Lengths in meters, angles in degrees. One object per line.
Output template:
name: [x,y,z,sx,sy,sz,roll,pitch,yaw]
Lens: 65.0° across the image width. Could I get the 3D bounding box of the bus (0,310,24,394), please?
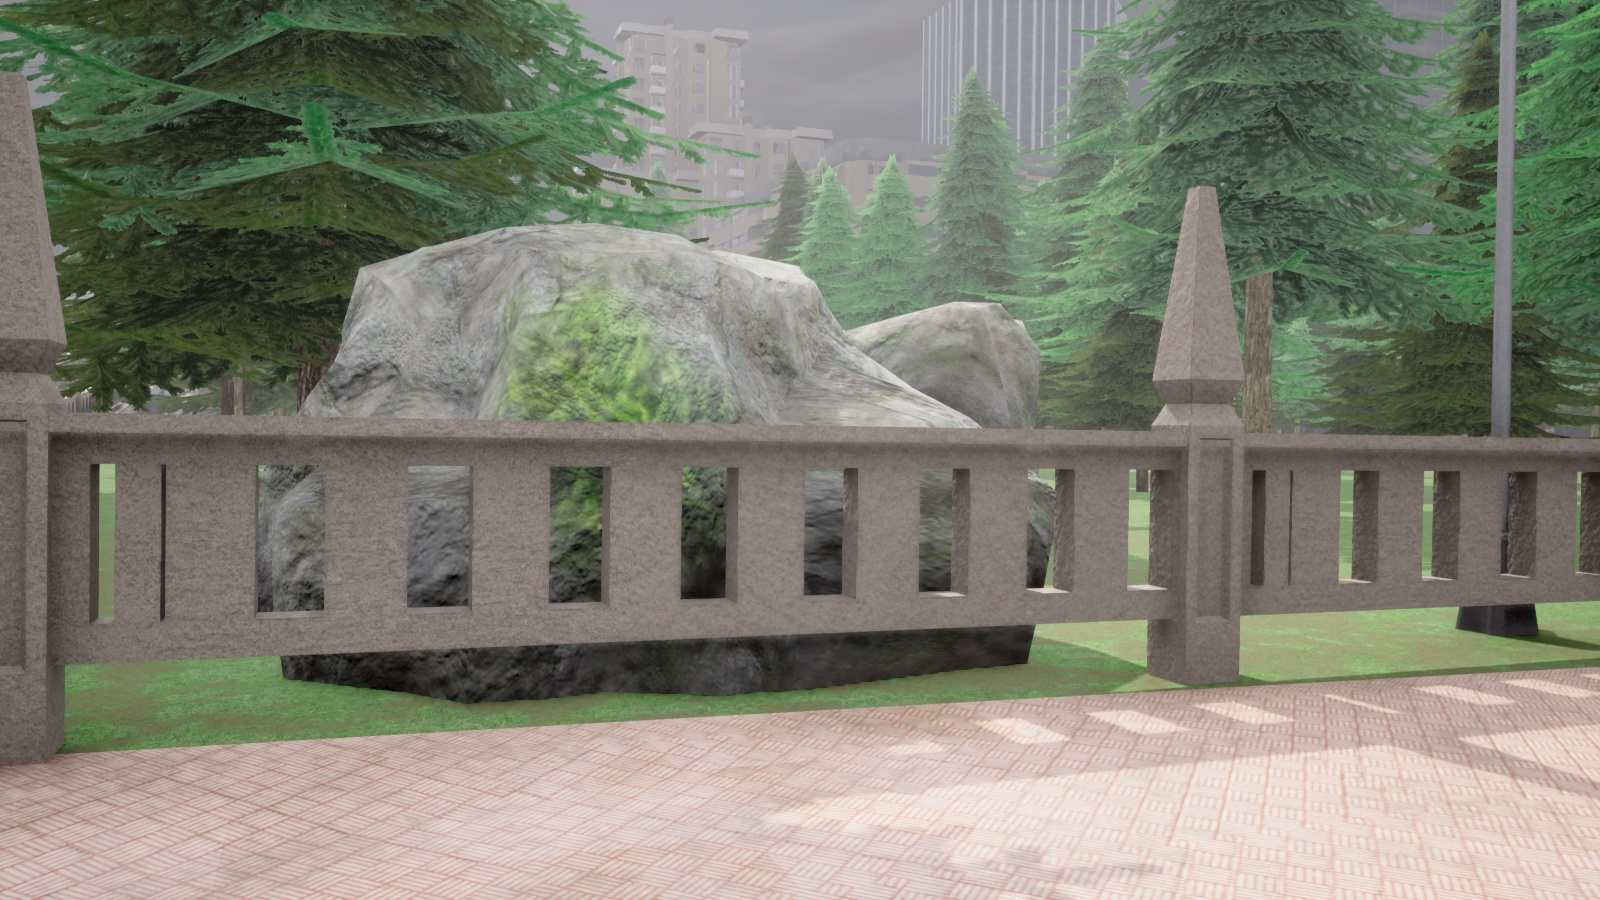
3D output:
bus: [-44.461,-5.125,66.309,3.944,4.253,10.273,-1,8,-21]
